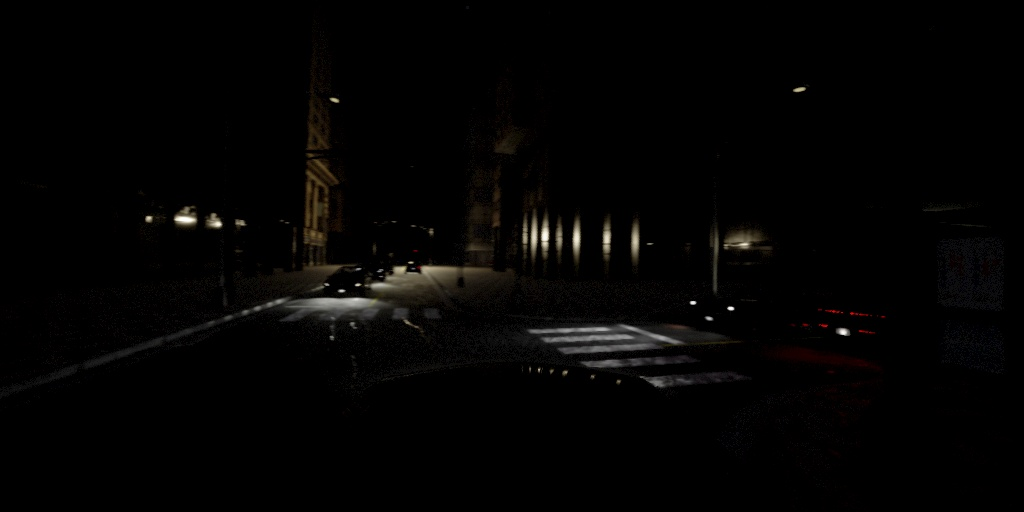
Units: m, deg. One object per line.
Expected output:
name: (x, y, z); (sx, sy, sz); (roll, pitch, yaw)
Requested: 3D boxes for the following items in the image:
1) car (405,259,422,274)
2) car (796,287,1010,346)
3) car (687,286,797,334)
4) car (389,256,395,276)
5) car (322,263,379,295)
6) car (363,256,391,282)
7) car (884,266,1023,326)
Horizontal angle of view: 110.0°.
car: (-11.948, 1.461, 43.452); (1.994, 1.385, 4.181); (2, -1, -15)
car: (9.750, 1.498, 8.669); (4.892, 1.490, 1.837); (1, -2, -15)
car: (8.100, 1.628, 11.458); (4.718, 1.301, 1.895); (1, -1, -15)
car: (-14.026, 1.018, 39.112); (2.150, 2.045, 5.566); (2, -1, -14)
car: (-8.746, 1.276, 19.560); (2.033, 1.411, 5.357); (2, -1, -15)
car: (-11.315, 1.113, 29.036); (2.097, 1.767, 4.553); (2, -1, -15)
car: (17.988, 1.472, 14.169); (5.566, 2.045, 2.150); (1, -1, -15)
